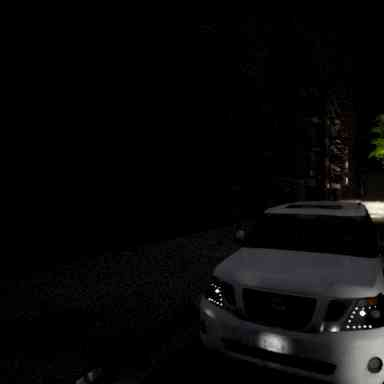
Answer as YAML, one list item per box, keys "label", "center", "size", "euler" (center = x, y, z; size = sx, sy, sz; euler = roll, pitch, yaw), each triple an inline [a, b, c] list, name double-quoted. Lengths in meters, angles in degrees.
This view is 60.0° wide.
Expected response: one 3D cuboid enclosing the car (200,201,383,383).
- label: "car"
  center: [2.180, 1.221, 5.867]
  size: [2.150, 2.045, 5.566]
  euler: [0, 0, 29]
